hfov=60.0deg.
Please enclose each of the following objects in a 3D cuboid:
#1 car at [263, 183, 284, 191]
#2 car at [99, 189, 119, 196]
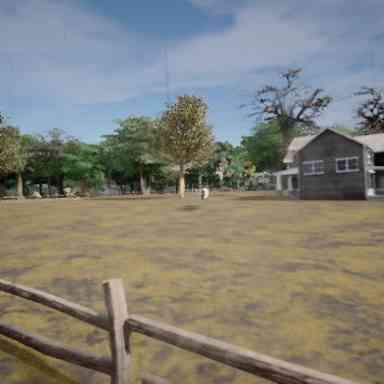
[{"bbox_3d":[22.486,-1.344,92.114,5.566,2.045,2.150,-2,-1,35],"label":"car"},{"bbox_3d":[-19.333,0.073,77.385,2.097,1.767,4.553,-3,0,35],"label":"car"}]
